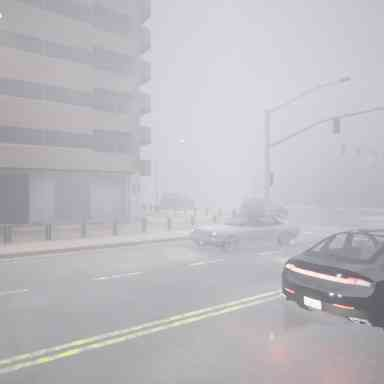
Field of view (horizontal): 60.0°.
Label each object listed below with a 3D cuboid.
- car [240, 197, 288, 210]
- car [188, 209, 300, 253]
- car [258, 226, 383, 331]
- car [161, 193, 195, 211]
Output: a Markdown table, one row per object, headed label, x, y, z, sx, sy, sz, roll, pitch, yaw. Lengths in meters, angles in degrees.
| label | x | y | z | sx | sy | sz | roll | pitch | yaw |
| --- | --- | --- | --- | --- | --- | --- | --- | --- | --- |
| car | 6.303 | 1.297 | 29.366 | 2.097 | 1.767 | 4.553 | 0 | 0 | -32 |
| car | 2.223 | 1.601 | 13.818 | 4.718 | 1.301 | 1.895 | 0 | 0 | -32 |
| car | 3.848 | 1.492 | 6.486 | 4.902 | 1.511 | 2.128 | 0 | 0 | -35 |
| car | -1.844 | 1.165 | 41.201 | 2.150 | 2.045 | 5.566 | 0 | 0 | -34 |
